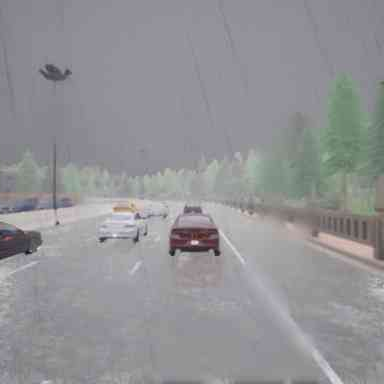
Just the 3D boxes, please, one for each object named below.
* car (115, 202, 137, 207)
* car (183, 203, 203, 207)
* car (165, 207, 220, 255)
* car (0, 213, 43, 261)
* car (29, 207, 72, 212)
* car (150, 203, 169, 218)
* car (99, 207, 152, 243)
[{"bbox_3d":[-6.910,1.837,34.881,1.882,1.535,5.008,0,0,0],"label":"car"},{"bbox_3d":[0.091,1.837,34.873,1.882,1.535,5.008,0,0,0],"label":"car"},{"bbox_3d":[0.096,1.623,14.040,1.882,1.535,5.008,0,0,0],"label":"car"},{"bbox_3d":[-6.903,1.661,10.929,2.033,1.411,5.357,0,-1,0],"label":"car"},{"bbox_3d":[-14.097,1.572,34.083,2.150,2.045,5.566,0,-1,0],"label":"car"},{"bbox_3d":[-3.410,1.877,34.122,1.812,1.442,4.674,0,0,0],"label":"car"},{"bbox_3d":[-3.408,1.702,17.026,1.812,1.442,4.674,0,0,0],"label":"car"}]
